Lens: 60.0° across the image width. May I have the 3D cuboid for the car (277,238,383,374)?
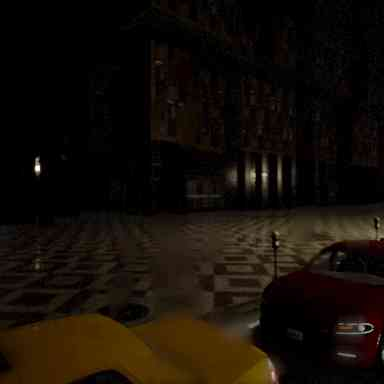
[{"bbox_3d":[2.964,1.543,5.674,4.507,1.381,1.887,0,0,-42],"label":"car"}]

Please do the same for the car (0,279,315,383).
[{"bbox_3d":[-1.397,1.526,1.781,4.829,1.417,1.752,0,0,-42],"label":"car"}]
